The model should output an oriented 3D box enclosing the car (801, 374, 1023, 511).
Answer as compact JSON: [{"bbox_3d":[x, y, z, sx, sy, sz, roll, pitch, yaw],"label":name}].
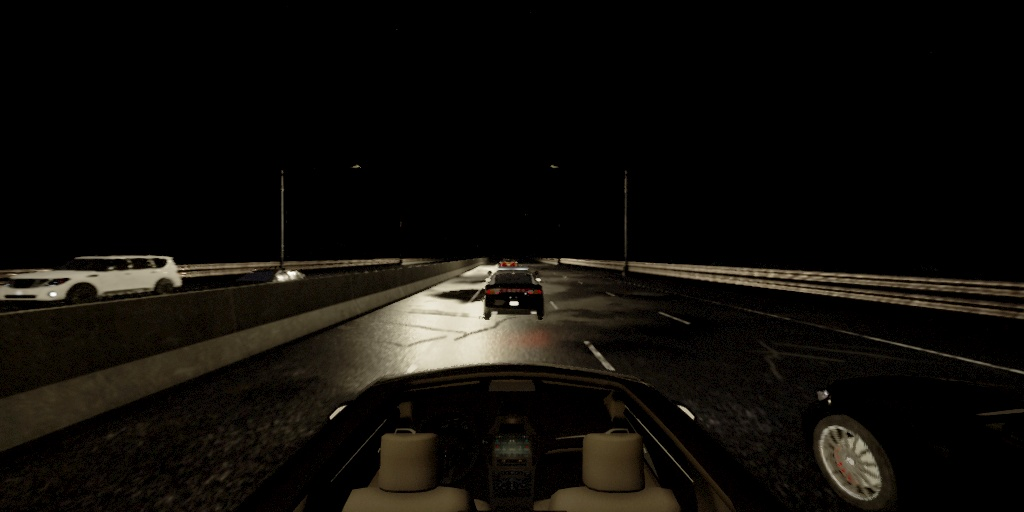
[{"bbox_3d":[3.593,1.275,1.337,1.812,1.442,4.674,0,0,0],"label":"car"}]

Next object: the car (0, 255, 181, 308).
[{"bbox_3d":[-17.583,0.975,15.550,2.150,2.045,5.566,0,0,0],"label":"car"}]

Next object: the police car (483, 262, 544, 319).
[{"bbox_3d":[0.045,1.172,13.015,1.930,1.638,5.238,0,0,0],"label":"police car"}]

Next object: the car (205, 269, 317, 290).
[{"bbox_3d":[-10.581,1.295,15.683,2.033,1.411,5.357,0,0,0],"label":"car"}]

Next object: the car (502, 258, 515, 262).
[{"bbox_3d":[-0.422,1.067,42.793,2.097,1.767,4.553,0,0,-1],"label":"car"}]

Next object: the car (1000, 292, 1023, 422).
[{"bbox_3d":[7.092,1.226,2.011,1.882,1.535,5.008,0,0,0],"label":"car"}]
